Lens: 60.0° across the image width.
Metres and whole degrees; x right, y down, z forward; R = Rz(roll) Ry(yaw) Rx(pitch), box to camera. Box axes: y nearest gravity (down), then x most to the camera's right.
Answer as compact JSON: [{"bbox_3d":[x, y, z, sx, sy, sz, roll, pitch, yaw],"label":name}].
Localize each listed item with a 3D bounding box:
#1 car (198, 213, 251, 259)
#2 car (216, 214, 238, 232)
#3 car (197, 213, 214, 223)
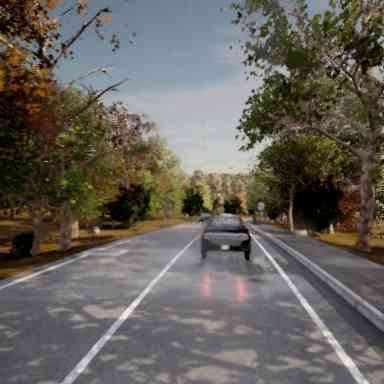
[{"bbox_3d":[1.404,1.762,13.776,2.128,1.511,4.902,0,-2,6],"label":"car"},{"bbox_3d":[3.121,2.695,29.861,1.812,1.442,4.674,0,-4,6],"label":"car"},{"bbox_3d":[2.260,4.187,54.310,2.033,1.411,5.357,0,-4,9],"label":"car"}]
